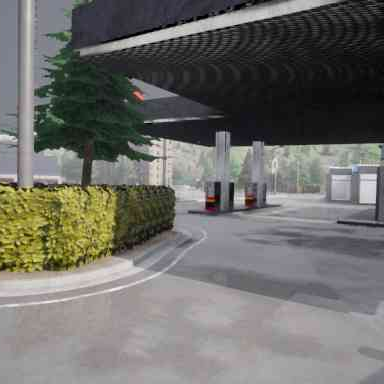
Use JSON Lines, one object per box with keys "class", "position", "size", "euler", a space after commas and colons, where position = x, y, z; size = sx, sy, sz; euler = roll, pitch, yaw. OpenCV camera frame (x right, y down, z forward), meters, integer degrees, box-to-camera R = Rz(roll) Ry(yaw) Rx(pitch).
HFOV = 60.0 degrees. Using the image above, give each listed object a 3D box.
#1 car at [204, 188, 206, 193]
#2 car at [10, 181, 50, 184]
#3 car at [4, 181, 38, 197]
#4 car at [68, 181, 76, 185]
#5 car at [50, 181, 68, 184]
{"class": "car", "position": [4.818, -0.317, 65.614], "size": [5.027, 1.636, 2.152], "euler": [2, 2, 35]}
{"class": "car", "position": [-17.271, -0.180, 35.203], "size": [3.866, 1.878, 1.905], "euler": [2, 2, 35]}
{"class": "car", "position": [-21.810, -0.466, 42.415], "size": [4.605, 1.855, 1.932], "euler": [2, 2, 35]}
{"class": "car", "position": [-25.510, -1.285, 68.052], "size": [4.605, 1.855, 1.932], "euler": [2, 2, 35]}
{"class": "car", "position": [-26.845, -1.259, 65.439], "size": [3.866, 1.878, 1.905], "euler": [2, 2, 35]}
